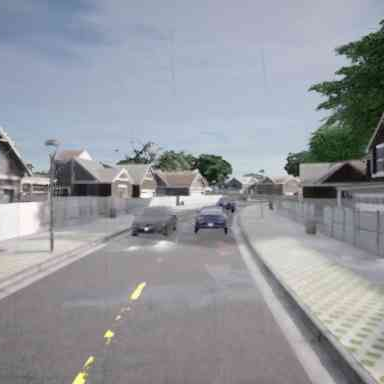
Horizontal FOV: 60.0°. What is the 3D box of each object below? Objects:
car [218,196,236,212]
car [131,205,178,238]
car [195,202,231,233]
[{"bbox_3d":[4.058,1.383,38.980,2.097,1.767,4.553,0,0,11],"label":"car"},{"bbox_3d":[-1.911,1.508,17.978,1.837,1.490,4.892,0,0,5],"label":"car"},{"bbox_3d":[1.200,1.533,19.723,1.812,1.442,4.674,0,0,6],"label":"car"}]
